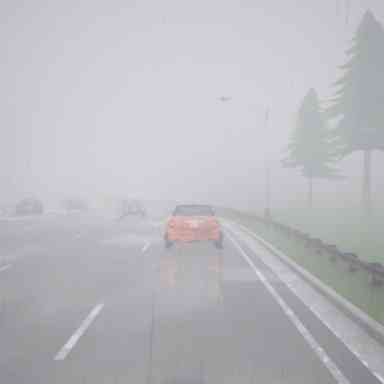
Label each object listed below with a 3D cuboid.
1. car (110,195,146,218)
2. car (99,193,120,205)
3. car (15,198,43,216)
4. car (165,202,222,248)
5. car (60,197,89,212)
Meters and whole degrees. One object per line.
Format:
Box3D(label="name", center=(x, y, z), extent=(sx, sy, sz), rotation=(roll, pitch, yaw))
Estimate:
Box3D(label="car", center=(-4.938, 1.212, 26.203), extent=(2.033, 1.411, 5.357), rotation=(0, 1, -19))
Box3D(label="car", center=(-10.188, 0.934, 42.580), extent=(1.882, 1.535, 5.008), rotation=(1, 0, -40))
Box3D(label="car", center=(-13.741, 1.204, 28.166), extent=(1.994, 1.385, 4.181), rotation=(0, 1, -24))
Box3D(label="car", center=(-0.018, 1.172, 14.013), extent=(2.097, 1.767, 4.553), rotation=(0, 1, -2))
Box3D(label="car", center=(-11.605, 1.184, 32.636), extent=(1.895, 1.301, 4.718), rotation=(0, 1, -31))
